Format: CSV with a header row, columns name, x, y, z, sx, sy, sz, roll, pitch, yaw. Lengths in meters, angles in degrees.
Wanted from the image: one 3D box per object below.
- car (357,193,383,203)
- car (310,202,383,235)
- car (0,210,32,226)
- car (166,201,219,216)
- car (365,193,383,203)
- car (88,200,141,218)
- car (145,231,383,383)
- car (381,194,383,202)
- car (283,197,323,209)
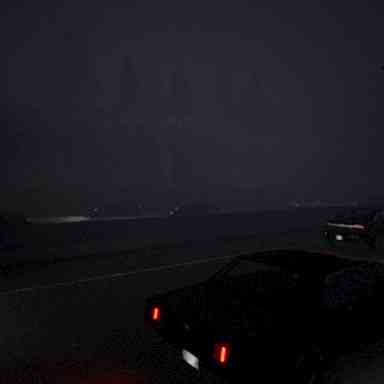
name,x,y,z,sx,sy,sz,roll,pitch,yaw
car,25.360,1.085,47.123,4.892,1.490,1.837,-1,1,-34
car,7.181,1.375,13.168,4.902,1.511,2.128,-1,0,-35
car,-9.603,1.488,14.338,4.902,1.511,2.128,-1,0,-35
car,0.038,1.451,29.795,4.718,1.301,1.895,-1,0,-35
car,31.214,0.994,55.417,4.902,1.511,2.128,-1,0,-35
car,-6.728,1.427,29.282,4.674,1.442,1.812,-1,0,-35
car,1.793,1.564,5.024,4.718,1.301,1.895,-1,0,-36
car,24.226,1.128,37.923,4.902,1.511,2.128,-1,0,-34
car,11.203,1.278,33.316,4.674,1.442,1.812,0,0,-34
